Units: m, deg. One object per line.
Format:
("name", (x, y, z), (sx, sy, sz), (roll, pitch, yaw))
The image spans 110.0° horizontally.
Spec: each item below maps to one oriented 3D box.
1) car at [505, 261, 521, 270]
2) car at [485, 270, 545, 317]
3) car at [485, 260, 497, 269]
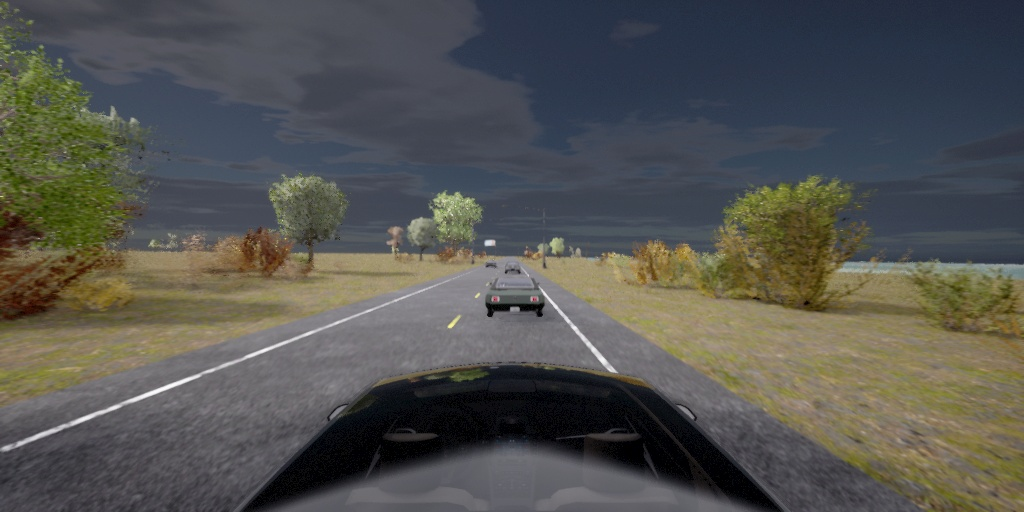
("car", (0.078, 1.356, 43.694), (2.033, 1.411, 5.357), (0, 0, 0))
("car", (0.094, 1.369, 13.322), (1.895, 1.301, 4.718), (0, 0, 0))
("car", (-3.530, 1.373, 60.578), (2.033, 1.411, 5.357), (0, 0, 0))
